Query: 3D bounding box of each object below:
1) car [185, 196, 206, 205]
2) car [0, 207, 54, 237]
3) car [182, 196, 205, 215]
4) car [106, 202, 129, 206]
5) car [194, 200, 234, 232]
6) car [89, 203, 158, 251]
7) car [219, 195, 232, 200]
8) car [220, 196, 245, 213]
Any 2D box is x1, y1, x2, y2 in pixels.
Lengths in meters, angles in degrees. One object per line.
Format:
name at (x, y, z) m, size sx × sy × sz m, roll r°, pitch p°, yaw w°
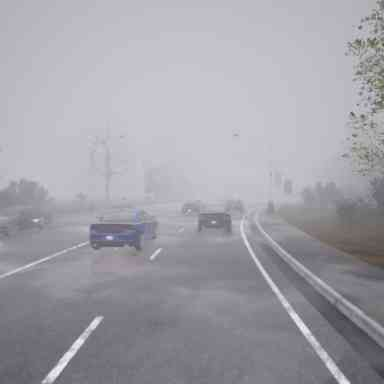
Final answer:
car at (0.685, 1.459, 59.038) m, size 1.882 × 1.535 × 5.008 m, roll 0°, pitch 0°, yaw 22°
car at (-9.590, 1.521, 18.119) m, size 2.033 × 1.411 × 5.357 m, roll 0°, pitch 0°, yaw 6°
car at (0.300, 1.501, 33.688) m, size 1.837 × 1.490 × 4.892 m, roll 0°, pitch 0°, yaw 12°
car at (-5.287, 1.487, 23.822) m, size 1.837 × 1.490 × 4.892 m, roll 0°, pitch 0°, yaw 9°
car at (1.490, 1.480, 20.400) m, size 1.882 × 1.535 × 5.008 m, roll 0°, pitch 0°, yaw 7°
car at (-2.710, 1.470, 14.245) m, size 1.882 × 1.535 × 5.008 m, roll 0°, pitch 0°, yaw 5°
car at (6.657, 1.362, 64.094) m, size 2.097 × 1.767 × 4.553 m, roll 0°, pitch 0°, yaw 25°
car at (4.942, 1.503, 37.986) m, size 2.128 × 1.511 × 4.902 m, roll 0°, pitch 0°, yaw 15°
